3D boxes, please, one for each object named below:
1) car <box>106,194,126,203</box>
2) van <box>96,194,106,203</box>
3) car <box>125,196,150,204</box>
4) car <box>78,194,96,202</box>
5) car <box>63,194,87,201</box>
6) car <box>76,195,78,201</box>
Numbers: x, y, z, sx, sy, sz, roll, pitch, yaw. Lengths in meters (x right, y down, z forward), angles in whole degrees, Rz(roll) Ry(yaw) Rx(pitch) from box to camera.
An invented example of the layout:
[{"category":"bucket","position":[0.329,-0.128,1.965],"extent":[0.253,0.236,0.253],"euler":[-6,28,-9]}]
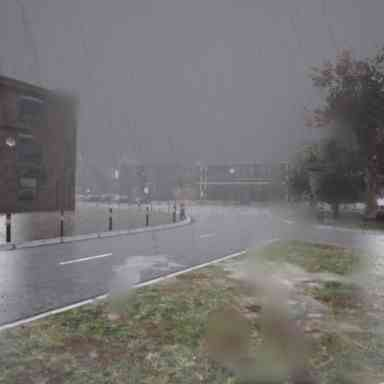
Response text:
[{"category":"car","position":[-14.932,1.505,69.095],"extent":[2.185,1.767,4.553],"euler":[1,-1,31]},{"category":"van","position":[-17.493,1.345,70.475],"extent":[1.878,1.987,4.442],"euler":[1,-1,31]},{"category":"car","position":[-10.319,1.756,66.228],"extent":[2.163,1.488,4.792],"euler":[1,-1,31]},{"category":"car","position":[-22.069,1.327,73.415],"extent":[2.185,1.767,4.553],"euler":[2,0,31]},{"category":"car","position":[-26.840,1.322,76.271],"extent":[2.231,1.521,4.892],"euler":[2,0,31]},{"category":"car","position":[-24.575,1.383,74.886],"extent":[2.097,1.535,5.008],"euler":[2,0,31]}]
